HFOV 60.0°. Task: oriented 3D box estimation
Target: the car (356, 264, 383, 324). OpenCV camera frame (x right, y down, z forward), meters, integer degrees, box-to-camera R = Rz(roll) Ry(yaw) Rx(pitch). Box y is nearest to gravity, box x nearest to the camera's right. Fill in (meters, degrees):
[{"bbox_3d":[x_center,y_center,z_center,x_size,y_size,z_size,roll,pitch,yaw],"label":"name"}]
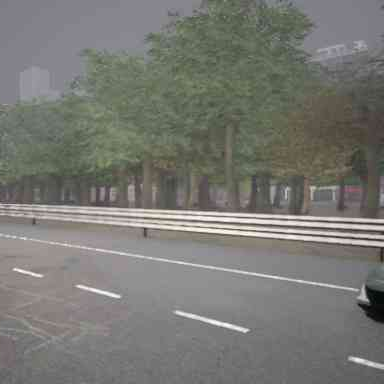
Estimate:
[{"bbox_3d":[4.959,1.602,4.632,4.718,1.301,1.895,0,0,35],"label":"car"}]
